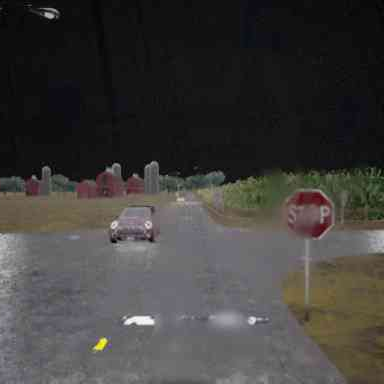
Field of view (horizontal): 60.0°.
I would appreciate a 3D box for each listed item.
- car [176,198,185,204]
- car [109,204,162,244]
[{"bbox_3d":[-2.752,2.092,81.122,1.882,1.535,5.008,0,0,0],"label":"car"},{"bbox_3d":[-2.757,1.464,17.034,2.097,1.767,4.553,-1,1,0],"label":"car"}]
